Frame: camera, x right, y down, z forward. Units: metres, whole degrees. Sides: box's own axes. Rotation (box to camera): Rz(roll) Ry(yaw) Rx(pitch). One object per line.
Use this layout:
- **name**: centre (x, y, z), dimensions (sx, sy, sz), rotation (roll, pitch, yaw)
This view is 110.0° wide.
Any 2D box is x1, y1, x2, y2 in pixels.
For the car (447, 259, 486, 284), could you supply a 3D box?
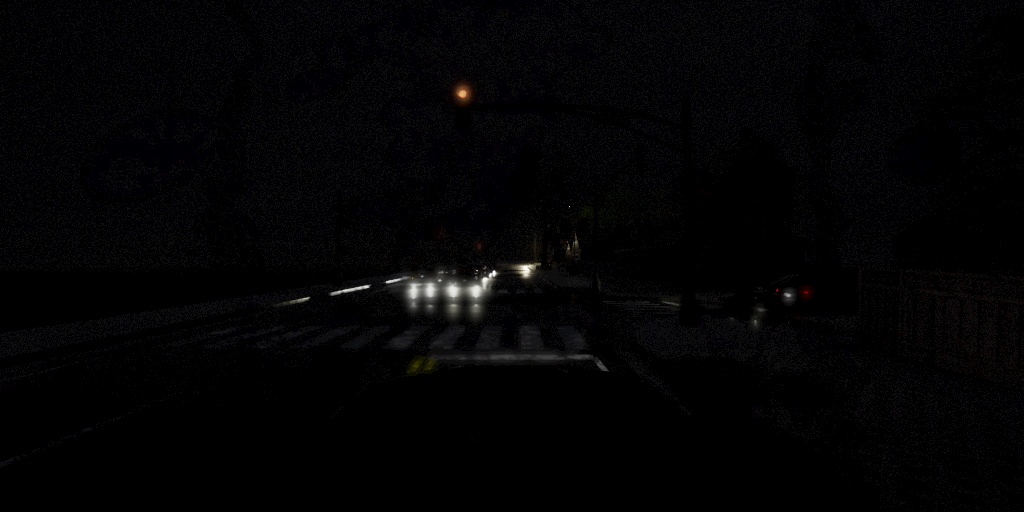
- **car**: centre (-3.306, 1.109, 26.833), dimensions (2.097, 1.767, 4.553), rotation (0, 0, -1)

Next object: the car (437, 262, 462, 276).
- **car**: centre (-6.596, 1.356, 38.249), dimensions (1.895, 1.301, 4.718), rotation (0, 0, 0)

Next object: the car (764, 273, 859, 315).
- **car**: centre (12.479, 1.498, 13.657), dimensions (4.181, 1.385, 1.994), rotation (1, -2, -2)

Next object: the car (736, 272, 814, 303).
- **car**: centre (13.065, 1.508, 16.531), dimensions (5.008, 1.535, 1.882), rotation (1, -2, -2)

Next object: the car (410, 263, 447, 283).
- **car**: centre (-6.598, 1.321, 28.293), dimensions (1.994, 1.385, 4.181), rotation (0, 0, 0)

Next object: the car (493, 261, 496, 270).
- **car**: centre (-3.337, 1.281, 44.622), dimensions (1.812, 1.442, 4.674), rotation (0, 0, 0)

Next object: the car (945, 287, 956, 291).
- **car**: centre (22.953, 1.739, 16.900), dimensions (5.357, 1.411, 2.033), rotation (1, -2, -3)

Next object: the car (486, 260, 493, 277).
- **car**: centre (-3.345, 1.108, 35.662), dimensions (2.097, 1.767, 4.553), rotation (0, 0, 0)
